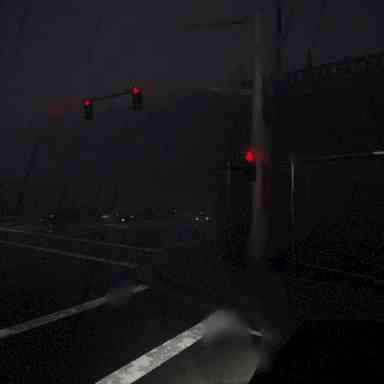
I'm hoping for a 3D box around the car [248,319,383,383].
[{"bbox_3d":[2.971,1.547,1.848,5.357,1.411,2.033,0,0,36],"label":"car"}]

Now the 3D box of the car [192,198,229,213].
[{"bbox_3d":[2.303,1.545,39.847,2.128,1.511,4.902,0,0,35],"label":"car"}]

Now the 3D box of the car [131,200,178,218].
[{"bbox_3d":[-3.478,1.581,31.711,1.812,1.442,4.674,0,0,36],"label":"car"}]

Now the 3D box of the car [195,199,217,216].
[{"bbox_3d":[2.471,1.603,34.047,2.033,1.411,5.357,0,0,35],"label":"car"}]

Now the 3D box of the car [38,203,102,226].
[{"bbox_3d":[-8.769,1.581,24.312,1.812,1.442,4.674,0,0,37],"label":"car"}]

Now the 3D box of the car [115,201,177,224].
[{"bbox_3d":[-3.366,1.603,25.837,2.033,1.411,5.357,0,0,35],"label":"car"}]
